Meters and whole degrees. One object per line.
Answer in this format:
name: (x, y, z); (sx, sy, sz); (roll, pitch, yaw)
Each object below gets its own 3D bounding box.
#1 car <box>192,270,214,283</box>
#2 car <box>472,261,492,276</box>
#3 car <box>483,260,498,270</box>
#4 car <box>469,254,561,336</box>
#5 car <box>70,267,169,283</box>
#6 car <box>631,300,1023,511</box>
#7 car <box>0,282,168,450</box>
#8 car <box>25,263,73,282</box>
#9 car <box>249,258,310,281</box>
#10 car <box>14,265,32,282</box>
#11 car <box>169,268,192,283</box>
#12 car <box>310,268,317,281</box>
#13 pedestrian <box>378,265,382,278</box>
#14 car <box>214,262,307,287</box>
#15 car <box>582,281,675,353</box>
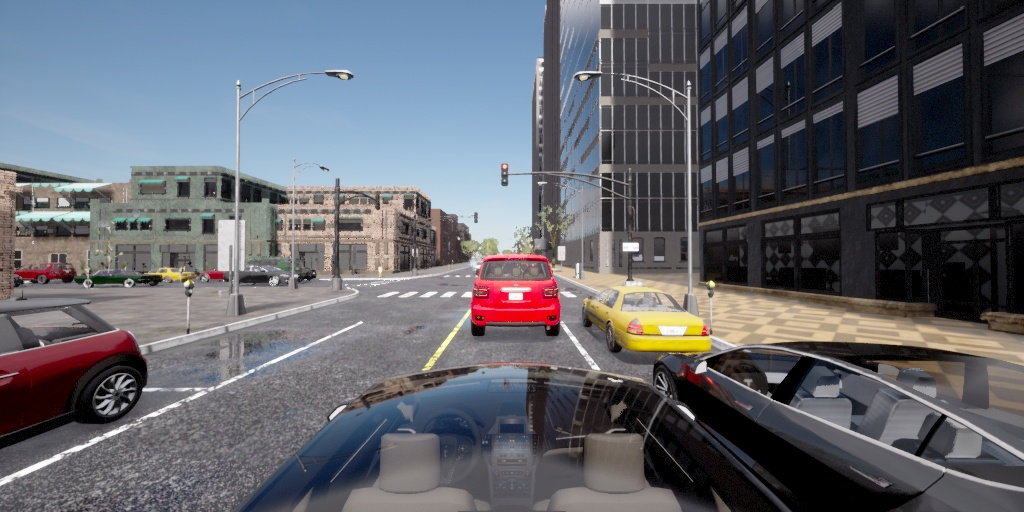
car: (-25.029, 1.488, 31.531); (4.097, 1.591, 1.967); (0, 0, 1)
car: (-3.186, 1.288, 38.999); (1.812, 1.442, 4.674); (0, 0, 0)
car: (-3.221, 1.317, 55.143); (2.033, 1.411, 5.357); (0, 0, 0)
car: (0.080, 0.975, 10.497); (2.150, 2.045, 5.566); (0, 0, 0)
car: (-28.095, 1.587, 25.779); (4.718, 1.301, 1.895); (-1, -1, 1)
car: (2.655, 1.316, 2.809); (1.948, 1.339, 4.313); (0, 0, 0)
car: (-5.693, 1.190, 2.843); (1.967, 1.591, 4.097); (0, 0, 0)
car: (-41.672, 1.522, 31.704); (5.009, 1.841, 2.192); (0, 0, 1)
car: (-19.815, 1.177, 28.776); (5.566, 2.045, 2.150); (0, -1, 2)
car: (-38.508, 1.591, 25.901); (4.892, 1.490, 1.837); (-1, -1, 1)
car: (-30.747, 1.627, 31.590); (4.829, 1.417, 1.751); (0, 0, 1)
car: (-19.481, 1.561, 31.472); (4.313, 1.339, 1.948); (0, 0, 1)
pedestrian: (-12.620, 1.398, 34.355); (0.375, 1.300, 0.375); (0, 0, 1)
car: (-17.892, 1.381, 25.691); (4.902, 1.511, 2.128); (-1, -1, 2)
car: (2.812, 1.277, 8.622); (1.751, 1.417, 4.829); (0, 0, 0)
